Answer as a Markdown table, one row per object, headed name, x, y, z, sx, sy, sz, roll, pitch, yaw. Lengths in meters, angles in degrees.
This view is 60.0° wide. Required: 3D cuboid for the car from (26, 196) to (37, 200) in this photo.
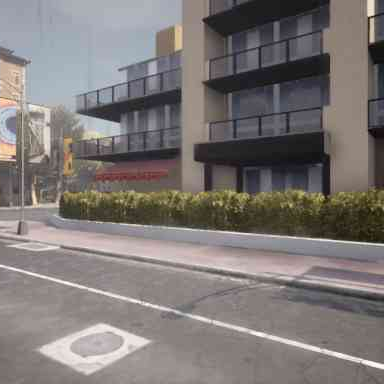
| name | x | y | z | sx | sy | sz | roll | pitch | yaw |
| --- | --- | --- | --- | --- | --- | --- | --- | --- | --- |
| car | -36.637 | 1.481 | 72.054 | 4.892 | 1.521 | 2.231 | 0 | 0 | 35 |
